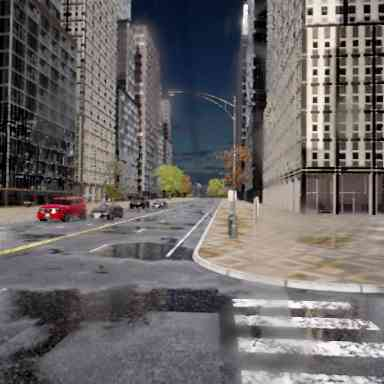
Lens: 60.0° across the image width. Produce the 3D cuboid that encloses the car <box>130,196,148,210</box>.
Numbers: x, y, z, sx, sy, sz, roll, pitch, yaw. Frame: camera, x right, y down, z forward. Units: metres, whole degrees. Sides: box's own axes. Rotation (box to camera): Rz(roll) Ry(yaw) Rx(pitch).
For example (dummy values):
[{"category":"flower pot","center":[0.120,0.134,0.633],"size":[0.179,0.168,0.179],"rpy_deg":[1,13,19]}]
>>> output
[{"category":"car","center":[-8.314,1.725,53.676],"size":[2.150,2.045,5.566],"rpy_deg":[1,-1,6]}]

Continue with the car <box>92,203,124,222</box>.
[{"category":"car","center":[-7.527,1.781,29.627],"size":[2.128,1.511,4.902],"rpy_deg":[1,-1,6]}]

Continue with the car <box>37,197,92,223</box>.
[{"category":"car","center":[-10.906,1.461,28.461],"size":[2.150,2.045,5.566],"rpy_deg":[1,-1,6]}]

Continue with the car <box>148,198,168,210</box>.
[{"category":"car","center":[-5.093,2.028,53.264],"size":[2.128,1.511,4.902],"rpy_deg":[1,-1,6]}]
